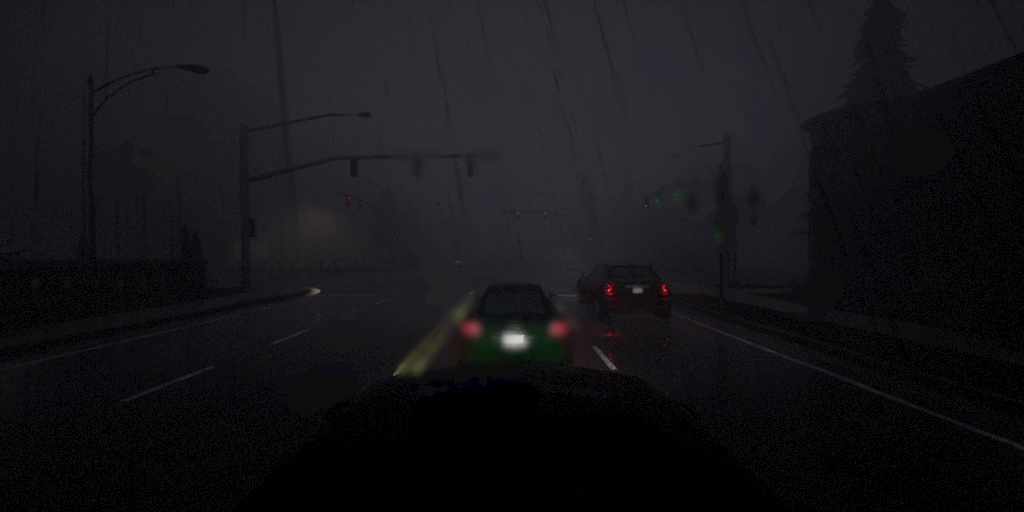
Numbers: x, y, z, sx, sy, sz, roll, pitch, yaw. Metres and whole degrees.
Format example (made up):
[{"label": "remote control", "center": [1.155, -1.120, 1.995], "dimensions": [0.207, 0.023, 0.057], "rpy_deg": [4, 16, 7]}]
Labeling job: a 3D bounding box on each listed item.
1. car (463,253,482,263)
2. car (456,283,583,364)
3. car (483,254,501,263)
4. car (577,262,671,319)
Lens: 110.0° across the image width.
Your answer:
[{"label": "car", "center": [-7.053, 0.479, 63.946], "dimensions": [1.882, 1.535, 5.008], "rpy_deg": [0, 1, 1]}, {"label": "car", "center": [0.063, 1.244, 7.554], "dimensions": [1.994, 1.385, 4.181], "rpy_deg": [0, 1, 0]}, {"label": "car", "center": [-3.558, 0.352, 64.014], "dimensions": [2.097, 1.767, 4.553], "rpy_deg": [0, 1, 1]}, {"label": "car", "center": [3.577, 0.976, 12.294], "dimensions": [2.097, 1.767, 4.553], "rpy_deg": [0, 1, 0]}]
